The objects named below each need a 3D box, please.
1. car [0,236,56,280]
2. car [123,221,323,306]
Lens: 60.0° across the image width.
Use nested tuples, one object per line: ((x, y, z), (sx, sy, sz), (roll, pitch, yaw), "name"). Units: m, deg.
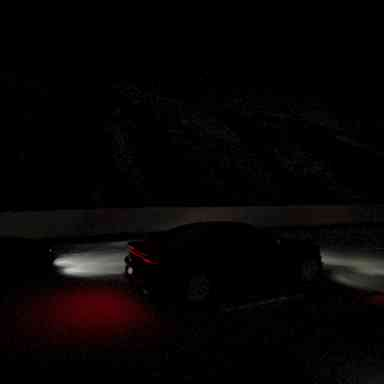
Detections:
((-6.257, 1.474, 8.016), (5.357, 1.411, 2.033), (0, 0, -34), "car")
((0.919, 1.433, 7.915), (5.008, 1.535, 1.882), (0, 0, -29), "car")
